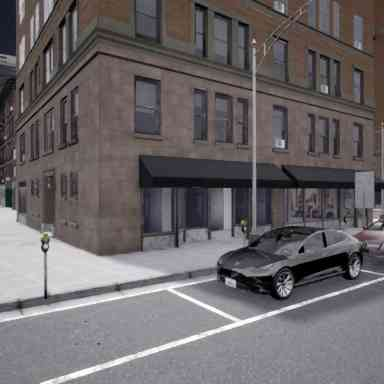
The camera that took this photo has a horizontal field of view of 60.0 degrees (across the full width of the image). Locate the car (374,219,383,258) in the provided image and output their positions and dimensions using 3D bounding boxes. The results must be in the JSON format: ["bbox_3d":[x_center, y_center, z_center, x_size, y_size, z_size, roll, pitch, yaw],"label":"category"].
[{"bbox_3d":[7.080,1.582,11.573,4.206,1.307,1.802,0,0,-35],"label":"car"}]

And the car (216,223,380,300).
[{"bbox_3d":[2.599,1.566,8.382,4.313,1.339,1.947,0,0,-35],"label":"car"}]
